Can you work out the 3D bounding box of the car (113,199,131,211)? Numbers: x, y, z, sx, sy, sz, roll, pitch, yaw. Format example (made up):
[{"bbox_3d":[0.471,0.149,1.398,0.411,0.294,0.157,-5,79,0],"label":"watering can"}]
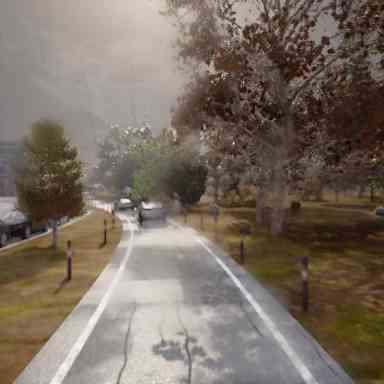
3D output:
[{"bbox_3d":[-8.343,1.503,40.483,1.994,1.385,4.181,-1,1,-22],"label":"car"}]

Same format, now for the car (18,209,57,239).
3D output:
[{"bbox_3d":[-9.738,1.736,19.098,2.097,1.535,5.008,0,-1,-6],"label":"car"}]

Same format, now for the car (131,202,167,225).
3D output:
[{"bbox_3d":[-2.998,1.444,23.830,2.128,1.511,4.902,-1,0,-13],"label":"car"}]

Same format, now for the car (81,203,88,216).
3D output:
[{"bbox_3d":[-13.996,1.790,41.584,2.002,1.452,4.674,1,0,-16],"label":"car"}]

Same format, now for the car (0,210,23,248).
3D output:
[{"bbox_3d":[-9.184,1.712,13.416,2.231,1.521,4.892,0,0,-4],"label":"car"}]
